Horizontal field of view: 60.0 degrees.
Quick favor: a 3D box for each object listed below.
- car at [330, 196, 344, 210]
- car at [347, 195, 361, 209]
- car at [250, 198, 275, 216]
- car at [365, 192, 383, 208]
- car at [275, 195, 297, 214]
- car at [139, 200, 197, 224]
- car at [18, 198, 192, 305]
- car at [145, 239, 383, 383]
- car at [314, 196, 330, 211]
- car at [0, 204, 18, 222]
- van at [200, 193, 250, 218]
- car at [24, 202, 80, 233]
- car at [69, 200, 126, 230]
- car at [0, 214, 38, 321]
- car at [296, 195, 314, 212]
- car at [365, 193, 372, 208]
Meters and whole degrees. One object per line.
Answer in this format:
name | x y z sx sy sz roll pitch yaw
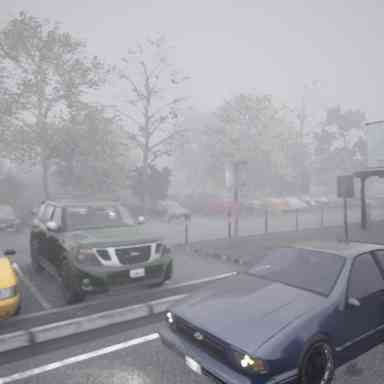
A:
car | 13.829 1.208 36.597 2.097 1.535 5.008 -1 0 -36
car | 16.093 1.186 38.202 2.231 1.521 4.892 -1 0 -36
car | 4.804 1.343 30.129 2.002 1.452 4.674 -1 0 -36
car | 20.710 1.137 41.284 1.946 1.575 5.366 -1 0 -36
car | 7.064 1.279 31.744 2.097 1.535 5.008 -1 0 -36
car | -1.951 1.406 25.265 2.163 1.488 4.792 -1 0 -36
car | -2.665 1.214 8.673 2.435 2.045 5.566 -1 0 -36
car | 2.178 1.509 5.240 5.357 1.411 2.033 -1 0 -36
car | 11.556 1.106 35.003 2.185 1.767 4.553 -1 0 -36
car | -11.001 1.476 18.834 2.231 1.521 4.892 -1 0 -36
van | 2.476 1.102 28.611 1.878 1.987 4.442 -1 0 -36
car | -8.758 1.480 20.467 2.163 1.488 4.792 -1 0 -36
car | -6.376 1.423 21.907 1.946 1.575 5.366 -1 0 -36
car | -4.852 1.487 6.915 1.946 1.575 5.366 -1 0 -36
car | 9.319 1.295 33.361 2.002 1.452 4.674 -1 0 -36
car | 18.329 1.192 39.845 2.163 1.488 4.792 -1 0 -36
